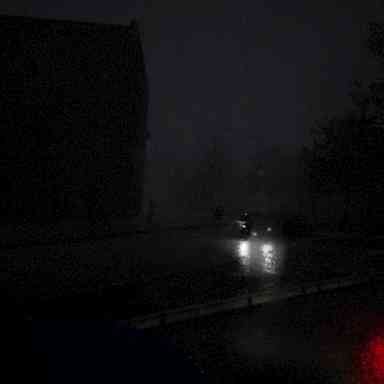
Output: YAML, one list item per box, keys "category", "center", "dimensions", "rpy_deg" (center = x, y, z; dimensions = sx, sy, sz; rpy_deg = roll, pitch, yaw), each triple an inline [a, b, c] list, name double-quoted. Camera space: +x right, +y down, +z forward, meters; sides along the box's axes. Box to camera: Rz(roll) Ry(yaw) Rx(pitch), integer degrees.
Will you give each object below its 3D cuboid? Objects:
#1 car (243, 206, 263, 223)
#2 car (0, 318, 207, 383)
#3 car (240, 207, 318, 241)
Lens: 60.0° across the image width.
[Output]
- category: "car"
  center: [6.228, 2.268, 34.306]
  dimensions: [1.812, 1.442, 4.674]
  rpy_deg: [3, -2, 8]
- category: "car"
  center: [-2.154, 1.470, 1.710]
  dimensions: [5.008, 1.535, 1.882]
  rpy_deg: [0, 0, -34]
- category: "car"
  center: [4.748, 1.658, 17.430]
  dimensions: [2.033, 1.411, 5.357]
  rpy_deg: [1, -1, 43]
